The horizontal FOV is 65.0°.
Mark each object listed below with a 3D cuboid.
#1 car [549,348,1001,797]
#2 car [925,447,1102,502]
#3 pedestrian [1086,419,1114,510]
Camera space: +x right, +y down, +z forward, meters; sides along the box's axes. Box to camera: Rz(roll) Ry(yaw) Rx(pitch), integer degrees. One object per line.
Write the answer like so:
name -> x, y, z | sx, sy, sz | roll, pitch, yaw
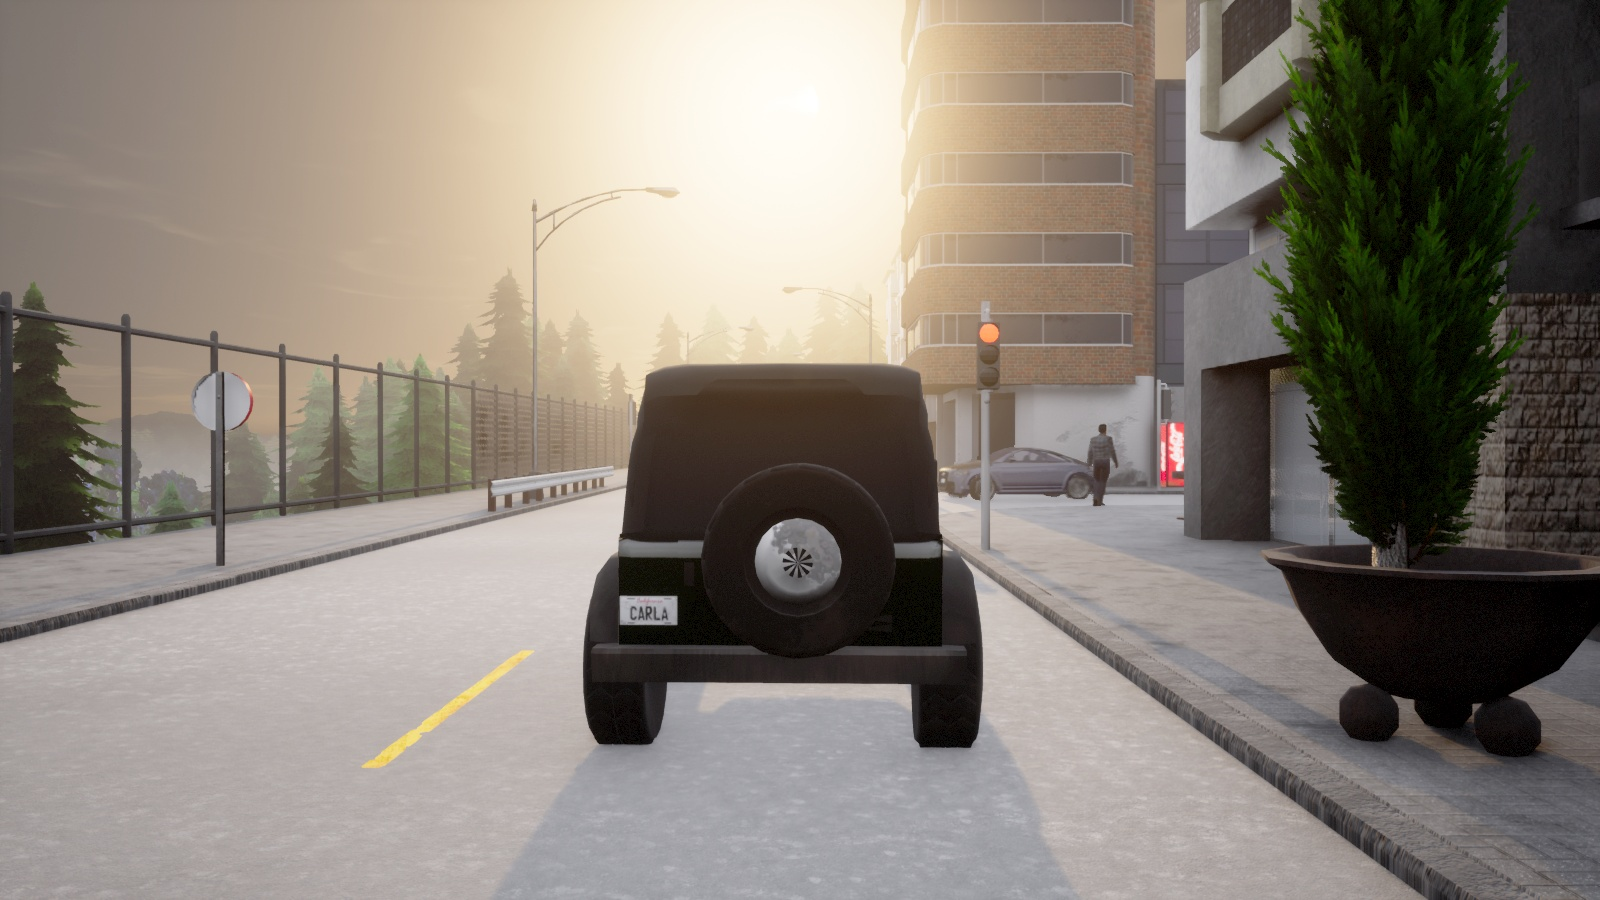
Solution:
car -> -0.029, 0.502, 7.220 | 1.905, 1.878, 3.866 | 0, 0, 2
car -> 5.611, 0.627, 33.292 | 4.181, 1.385, 1.994 | 0, 0, -12
pedestrian -> 6.536, 0.307, 27.334 | 0.423, 1.949, 0.788 | 0, 0, 26
